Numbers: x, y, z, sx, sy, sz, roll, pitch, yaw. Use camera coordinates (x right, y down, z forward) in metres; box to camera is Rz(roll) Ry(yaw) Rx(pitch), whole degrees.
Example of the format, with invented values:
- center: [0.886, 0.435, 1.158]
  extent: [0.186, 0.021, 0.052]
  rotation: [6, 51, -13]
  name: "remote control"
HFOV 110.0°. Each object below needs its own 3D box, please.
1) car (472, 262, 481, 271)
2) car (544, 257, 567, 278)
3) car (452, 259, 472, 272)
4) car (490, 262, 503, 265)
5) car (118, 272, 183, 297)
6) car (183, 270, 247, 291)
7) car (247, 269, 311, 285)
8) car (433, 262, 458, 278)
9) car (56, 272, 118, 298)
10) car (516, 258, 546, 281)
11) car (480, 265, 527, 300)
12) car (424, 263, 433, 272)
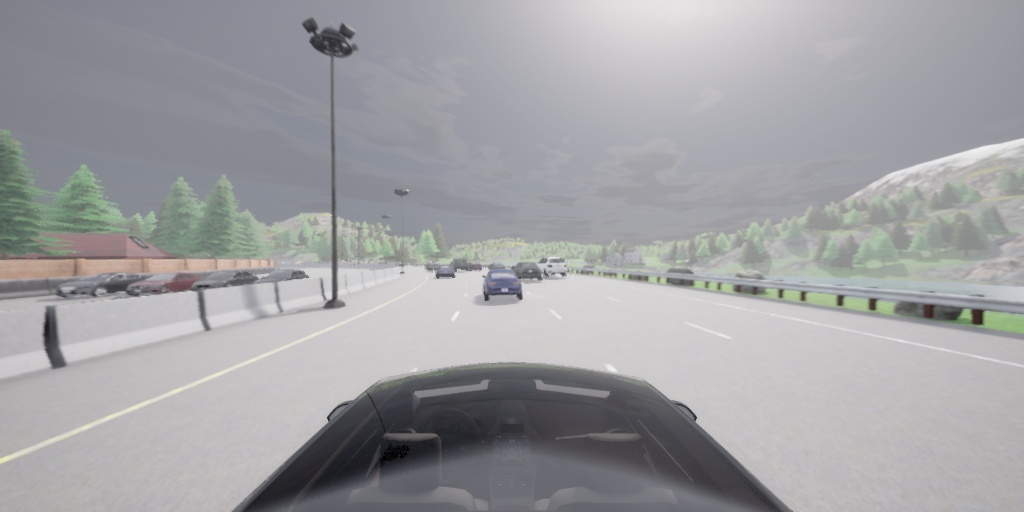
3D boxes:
- center: [-6.719, 1.750, 62.210]
  extent: [1.882, 1.535, 5.008]
  rotation: [0, -1, -21]
  name: "car"
- center: [3.962, 1.159, 37.591]
  extent: [2.150, 2.045, 5.566]
  rotation: [0, 0, -12]
  name: "car"
- center: [-8.584, 1.491, 57.698]
  extent: [2.150, 2.045, 5.566]
  rotation: [0, -1, -20]
  name: "car"
- center: [-2.743, 1.769, 61.449]
  extent: [1.994, 1.385, 4.181]
  rotation: [-1, 0, -20]
  name: "car"
- center: [-22.344, 1.805, 23.414]
  extent: [1.812, 1.442, 4.674]
  rotation: [-1, 0, -8]
  name: "car"
- center: [-18.877, 1.742, 23.892]
  extent: [1.837, 1.490, 4.892]
  rotation: [-1, 0, -8]
  name: "car"
- center: [-15.410, 1.684, 24.367]
  extent: [1.837, 1.490, 4.892]
  rotation: [-1, 0, -8]
  name: "car"
- center: [-7.546, 1.697, 40.275]
  extent: [1.994, 1.385, 4.181]
  rotation: [-1, 0, -14]
  name: "car"
- center: [-25.812, 1.803, 22.937]
  extent: [2.128, 1.511, 4.902]
  rotation: [-1, 0, -8]
  name: "car"
- center: [1.160, 1.294, 32.011]
  extent: [2.097, 1.767, 4.553]
  rotation: [-1, 0, -10]
  name: "car"
- center: [-0.563, 1.401, 18.561]
  extent: [1.812, 1.442, 4.674]
  rotation: [-1, 0, -6]
  name: "car"
- center: [-13.904, 1.870, 61.582]
  extent: [2.128, 1.511, 4.902]
  rotation: [0, -1, -21]
  name: "car"
